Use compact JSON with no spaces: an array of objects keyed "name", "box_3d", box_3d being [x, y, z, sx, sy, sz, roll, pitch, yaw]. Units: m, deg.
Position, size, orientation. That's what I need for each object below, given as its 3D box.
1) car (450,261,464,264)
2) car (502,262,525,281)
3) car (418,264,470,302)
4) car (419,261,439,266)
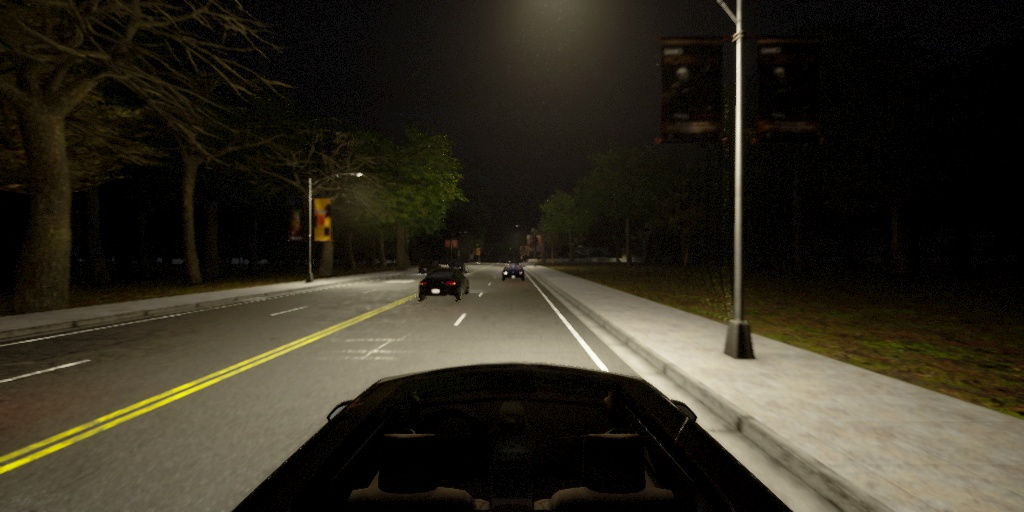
[{"name":"car","box_3d":[-6.580,1.337,42.700,1.812,1.442,4.674,0,0,0]},{"name":"car","box_3d":[0.103,1.385,30.618,1.895,1.301,4.718,0,0,0]},{"name":"car","box_3d":[-3.148,1.286,17.089,1.812,1.442,4.674,0,0,0]},{"name":"car","box_3d":[-9.827,1.317,42.867,1.837,1.490,4.892,0,0,0]}]
